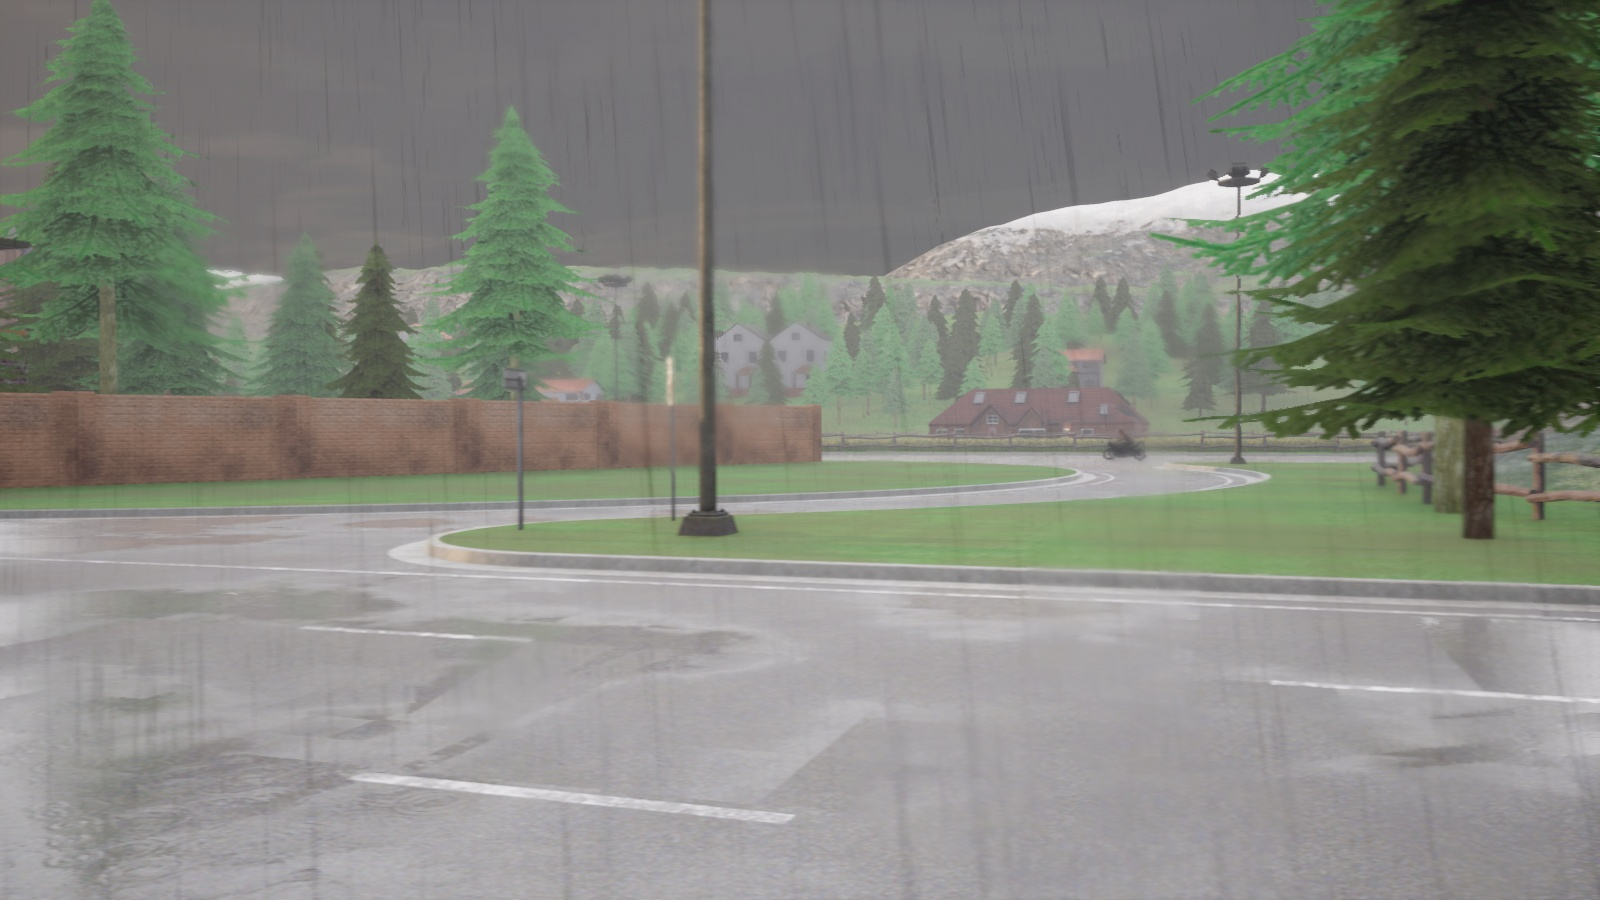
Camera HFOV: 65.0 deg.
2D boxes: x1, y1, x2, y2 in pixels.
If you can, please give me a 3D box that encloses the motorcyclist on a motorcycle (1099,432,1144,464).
[{"bbox_3d":[15.453,-0.100,60.378,2.044,1.523,0.797,1,1,19],"label":"motorcyclist on a motorcycle"}]
